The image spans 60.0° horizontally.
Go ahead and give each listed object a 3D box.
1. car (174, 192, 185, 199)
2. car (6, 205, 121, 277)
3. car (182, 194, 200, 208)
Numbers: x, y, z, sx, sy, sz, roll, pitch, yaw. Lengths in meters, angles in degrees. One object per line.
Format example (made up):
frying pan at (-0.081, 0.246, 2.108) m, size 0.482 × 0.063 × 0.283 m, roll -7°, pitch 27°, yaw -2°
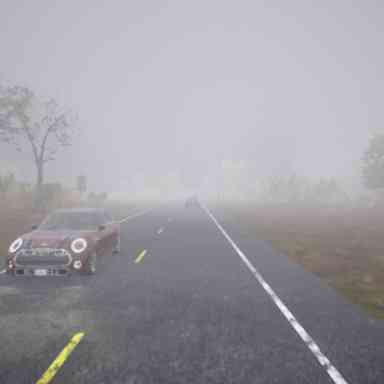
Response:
car at (-3.528, 0.996, 86.787) m, size 2.097 × 1.767 × 4.553 m, roll 0°, pitch 0°, yaw 0°
car at (-3.605, 1.320, 10.182) m, size 2.097 × 1.767 × 4.553 m, roll 0°, pitch 0°, yaw 0°
car at (0.085, 1.340, 44.226) m, size 2.128 × 1.511 × 4.902 m, roll 0°, pitch 0°, yaw 0°
